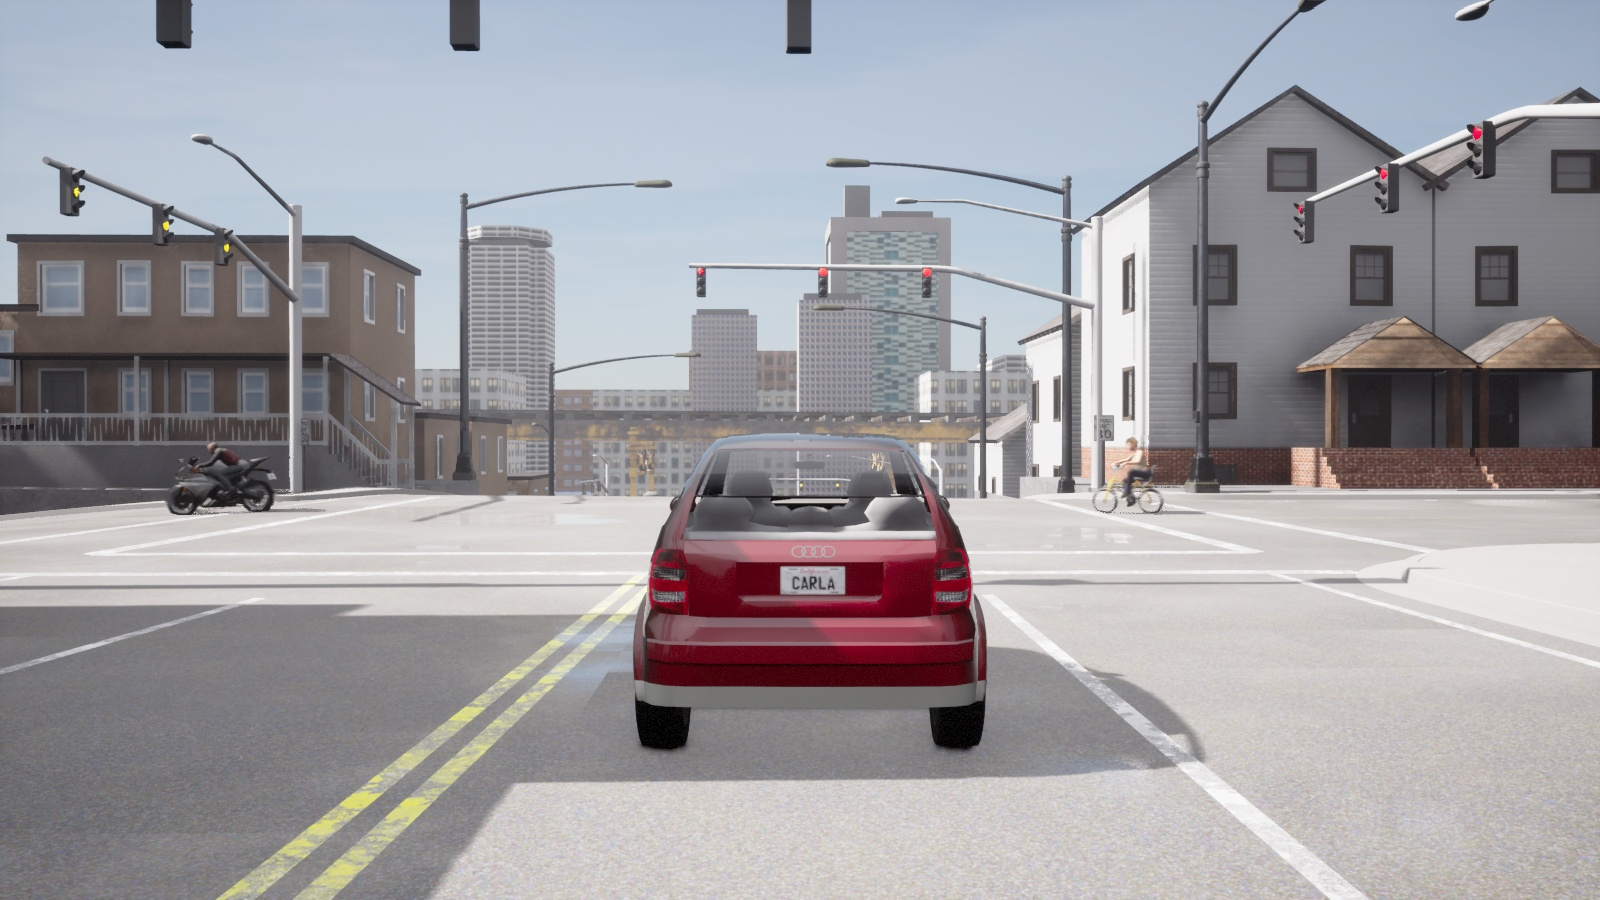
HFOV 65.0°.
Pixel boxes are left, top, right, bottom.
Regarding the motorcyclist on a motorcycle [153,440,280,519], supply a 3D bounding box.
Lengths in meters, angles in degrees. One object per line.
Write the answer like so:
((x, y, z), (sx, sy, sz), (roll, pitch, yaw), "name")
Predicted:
((-12.161, 0.602, 26.222), (2.191, 1.530, 0.866), (-3, 0, 0), "motorcyclist on a motorcycle")

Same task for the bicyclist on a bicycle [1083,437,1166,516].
((6.804, 0.551, 26.376), (1.509, 1.612, 0.866), (0, 0, 0), "bicyclist on a bicycle")

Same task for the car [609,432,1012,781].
((0.056, 0.683, 7.431), (1.789, 1.549, 3.705), (0, 0, 0), "car")
